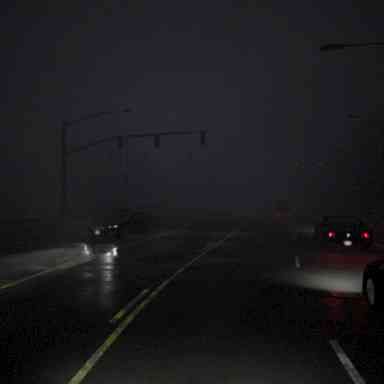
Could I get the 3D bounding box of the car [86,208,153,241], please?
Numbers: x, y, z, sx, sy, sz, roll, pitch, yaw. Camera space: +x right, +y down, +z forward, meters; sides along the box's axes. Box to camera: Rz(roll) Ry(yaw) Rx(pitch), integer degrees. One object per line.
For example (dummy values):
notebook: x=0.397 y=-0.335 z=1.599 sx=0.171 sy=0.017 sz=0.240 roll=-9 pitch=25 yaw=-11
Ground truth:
car: x=-3.684 y=1.629 z=17.746 sx=2.128 sy=1.511 sz=4.902 roll=0 pitch=-1 yaw=17

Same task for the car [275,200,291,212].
car: x=11.626 y=1.728 z=42.331 sx=2.128 sy=1.511 sz=4.902 roll=0 pitch=0 yaw=17

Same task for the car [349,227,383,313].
car: x=4.130 y=1.534 z=4.784 sx=1.837 sy=1.490 sz=4.892 roll=0 pitch=-1 yaw=7

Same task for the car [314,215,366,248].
car: x=6.619 y=1.699 z=14.970 sx=1.895 sy=1.301 sz=4.718 roll=0 pitch=0 yaw=16
